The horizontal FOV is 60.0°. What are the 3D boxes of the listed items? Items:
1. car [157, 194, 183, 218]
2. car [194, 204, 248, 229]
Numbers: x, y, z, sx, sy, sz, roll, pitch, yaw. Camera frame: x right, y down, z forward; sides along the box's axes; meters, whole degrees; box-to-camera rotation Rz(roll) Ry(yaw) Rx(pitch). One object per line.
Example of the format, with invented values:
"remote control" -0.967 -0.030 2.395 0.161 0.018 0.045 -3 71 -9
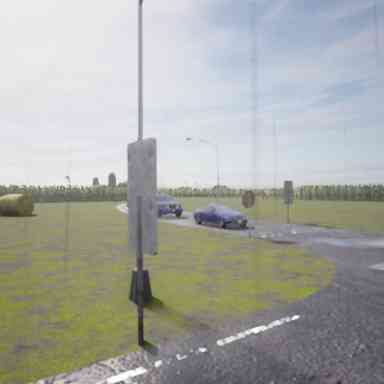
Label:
"car" -2.863 1.262 31.226 2.150 2.045 5.566 -1 0 -27
"car" 1.778 1.544 22.399 1.812 1.442 4.674 -1 0 -30
